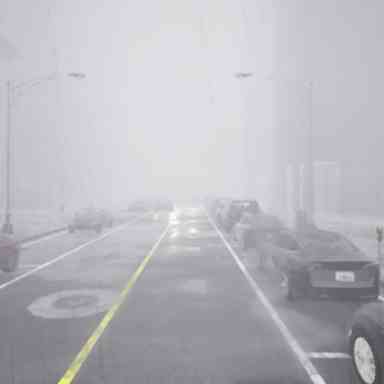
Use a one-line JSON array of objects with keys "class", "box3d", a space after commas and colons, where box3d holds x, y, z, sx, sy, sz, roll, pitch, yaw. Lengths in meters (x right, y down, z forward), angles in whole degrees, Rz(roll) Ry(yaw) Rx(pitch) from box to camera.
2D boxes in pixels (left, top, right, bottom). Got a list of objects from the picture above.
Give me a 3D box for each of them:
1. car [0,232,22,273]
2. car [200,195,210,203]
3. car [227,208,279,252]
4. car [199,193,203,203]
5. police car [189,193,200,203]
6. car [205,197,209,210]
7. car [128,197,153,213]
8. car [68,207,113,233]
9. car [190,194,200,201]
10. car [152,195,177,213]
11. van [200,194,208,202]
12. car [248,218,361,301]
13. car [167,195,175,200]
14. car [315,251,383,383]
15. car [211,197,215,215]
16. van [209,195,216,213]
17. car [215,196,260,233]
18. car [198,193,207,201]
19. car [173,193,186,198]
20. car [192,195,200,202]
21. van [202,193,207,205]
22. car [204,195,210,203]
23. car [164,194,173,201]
[{"class": "car", "box3d": [-5.760, 1.576, 8.087, 1.802, 1.307, 4.206, 0, 0, 0]}, {"class": "car", "box3d": [2.765, 1.420, 70.095, 1.967, 1.590, 4.097, 0, 0, 0]}, {"class": "car", "box3d": [2.765, 1.558, 13.729, 1.947, 1.339, 4.313, 0, 0, 0]}, {"class": "car", "box3d": [2.765, 1.420, 58.822, 1.967, 1.590, 4.097, 0, 0, 0]}, {"class": "police car", "box3d": [0.900, 1.405, 67.276, 1.930, 1.638, 5.238, 0, 0, 0]}, {"class": "car", "box3d": [2.765, 1.533, 36.276, 2.008, 1.369, 4.403, 0, 0, 0]}, {"class": "car", "box3d": [-5.760, 1.548, 36.269, 1.947, 1.339, 4.313, 0, 0, 0]}, {"class": "car", "box3d": [-5.760, 1.571, 19.359, 1.802, 1.307, 4.206, 0, 0, 0]}, {"class": "car", "box3d": [0.650, 1.332, 83.046, 2.097, 1.767, 4.553, 0, 0, -5]}, {"class": "car", "box3d": [-3.094, 1.459, 37.450, 1.882, 1.535, 5.008, 0, 0, 0]}, {"class": "van", "box3d": [2.765, 1.321, 75.732, 1.690, 1.788, 3.998, 0, 0, 0]}, {"class": "car", "box3d": [2.765, 1.560, 8.092, 1.947, 1.339, 4.313, 0, 0, 0]}, {"class": "car", "box3d": [-5.761, 1.531, 92.631, 2.008, 1.369, 4.403, 0, 0, 0]}, {"class": "car", "box3d": [2.765, 1.549, 2.456, 2.008, 1.369, 4.403, 0, 0, 0]}, {"class": "car", "box3d": [2.766, 1.427, 25.003, 1.967, 1.590, 4.097, 0, 0, 0]}, {"class": "van", "box3d": [2.766, 1.325, 30.639, 1.690, 1.788, 3.998, 0, 0, 0]}, {"class": "car", "box3d": [2.766, 1.304, 19.365, 2.192, 1.841, 5.009, 0, 0, 0]}, {"class": "car", "box3d": [2.765, 1.295, 87.006, 2.192, 1.841, 5.009, 0, 0, 0]}, {"class": "car", "box3d": [-3.000, 1.134, 79.175, 2.033, 1.411, 5.357, 0, 0, 0]}, {"class": "car", "box3d": [0.899, 1.485, 77.166, 1.837, 1.490, 4.892, 0, 0, 0]}, {"class": "van", "box3d": [2.765, 1.321, 47.548, 1.690, 1.788, 3.998, 0, 0, 0]}, {"class": "car", "box3d": [2.765, 1.506, 42.082, 1.752, 1.417, 4.829, 0, 0, 0]}, {"class": "car", "box3d": [-5.760, 1.420, 81.359, 1.967, 1.590, 4.097, 0, 0, 0]}]
